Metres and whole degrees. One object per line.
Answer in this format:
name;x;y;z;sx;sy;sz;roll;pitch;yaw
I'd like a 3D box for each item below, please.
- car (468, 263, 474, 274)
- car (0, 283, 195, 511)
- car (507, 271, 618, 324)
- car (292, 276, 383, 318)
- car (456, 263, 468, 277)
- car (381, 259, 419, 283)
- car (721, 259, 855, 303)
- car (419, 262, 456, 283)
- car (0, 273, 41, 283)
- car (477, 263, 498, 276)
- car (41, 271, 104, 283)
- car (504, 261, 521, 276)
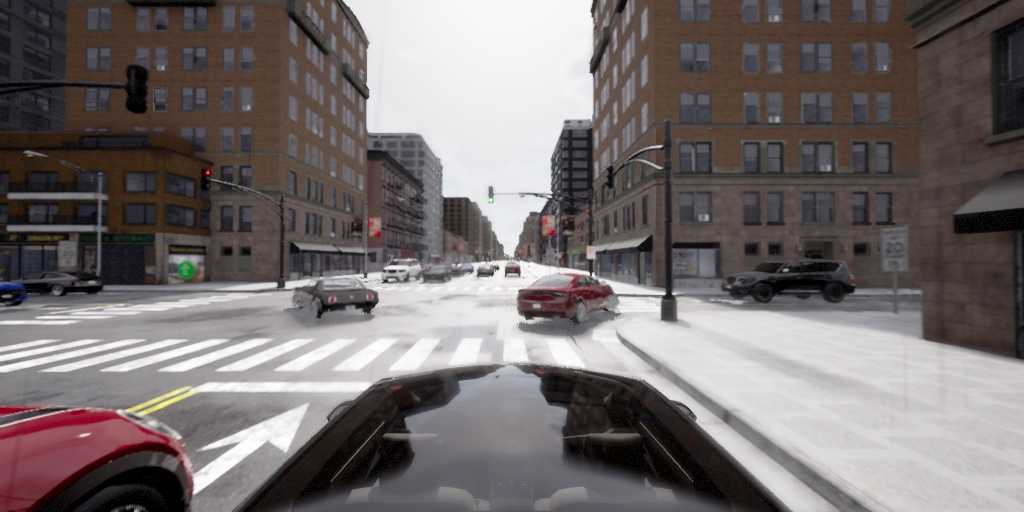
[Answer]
car;-6.527;1.764;51.553;1.812;1.442;4.674;0;-1;0
car;-3.149;1.089;0.469;2.097;1.767;4.553;0;-1;0
car;2.097;1.338;12.636;1.882;1.535;5.008;-2;-2;33
car;-6.872;1.468;13.688;1.895;1.301;4.718;1;-1;-41
car;-6.589;1.742;41.471;1.895;1.301;4.718;0;-1;0
car;-9.837;1.274;32.390;2.150;2.045;5.566;0;-1;2
car;13.366;1.171;17.543;5.566;2.045;2.150;0;-1;0
car;-6.607;1.528;32.134;1.882;1.535;5.008;0;-1;-1
car;-22.754;1.346;14.403;5.008;1.535;1.882;0;-1;0
car;-3.173;1.729;44.033;1.994;1.385;4.181;0;-1;0
car;-25.385;1.510;19.893;4.313;1.339;1.948;0;0;0
car;0.077;1.643;43.936;1.882;1.535;5.008;0;-1;0
